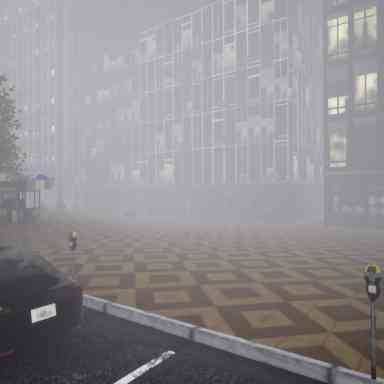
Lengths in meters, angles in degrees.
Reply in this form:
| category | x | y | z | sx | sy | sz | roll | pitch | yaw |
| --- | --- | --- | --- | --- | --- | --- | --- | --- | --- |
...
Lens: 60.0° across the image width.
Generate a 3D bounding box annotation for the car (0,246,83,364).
| category | x | y | z | sx | sy | sz | roll | pitch | yaw |
| --- | --- | --- | --- | --- | --- | --- | --- | --- | --- |
| car | -3.568 | 1.566 | 5.417 | 4.313 | 1.339 | 1.947 | 0 | 0 | 35 |
